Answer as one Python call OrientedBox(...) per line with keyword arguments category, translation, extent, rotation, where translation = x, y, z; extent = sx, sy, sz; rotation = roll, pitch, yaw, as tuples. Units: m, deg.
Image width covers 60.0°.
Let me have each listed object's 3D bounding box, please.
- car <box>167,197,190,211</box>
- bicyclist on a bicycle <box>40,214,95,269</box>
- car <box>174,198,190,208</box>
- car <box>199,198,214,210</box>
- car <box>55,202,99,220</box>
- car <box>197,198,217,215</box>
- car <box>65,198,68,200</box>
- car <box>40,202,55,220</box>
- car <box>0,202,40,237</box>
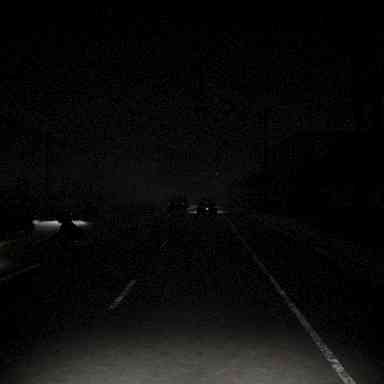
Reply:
OrientedBox(category="car", translation=(-1.754, 1.352, 40.024), extent=(2.097, 1.767, 4.553), rotation=(0, 0, 3))
OrientedBox(category="bicyclist on a bicycle", translation=(-3.653, 1.455, 9.708), extent=(1.656, 1.620, 0.582), rotation=(-2, 0, 2))
OrientedBox(category="car", translation=(-1.412, 1.564, 48.680), extent=(1.994, 1.385, 4.181), rotation=(0, 0, 3))
OrientedBox(category="car", translation=(1.908, 1.505, 43.209), extent=(1.837, 1.490, 4.892), rotation=(0, 0, 3))
OrientedBox(category="car", translation=(-9.366, 1.564, 27.973), extent=(1.994, 1.385, 4.181), rotation=(0, 0, 2))
OrientedBox(category="car", translation=(1.481, 1.560, 33.234), extent=(1.994, 1.385, 4.181), rotation=(0, 0, 2))
OrientedBox(category="car", translation=(-27.861, 1.452, 68.365), extent=(2.038, 1.542, 4.974), rotation=(0, 0, 31))
OrientedBox(category="car", translation=(-12.862, 1.568, 28.126), extent=(1.994, 1.385, 4.181), rotation=(0, 0, 2))
OrientedBox(category="car", translation=(-9.951, 1.351, 16.771), extent=(2.097, 1.767, 4.553), rotation=(0, 0, 3))
